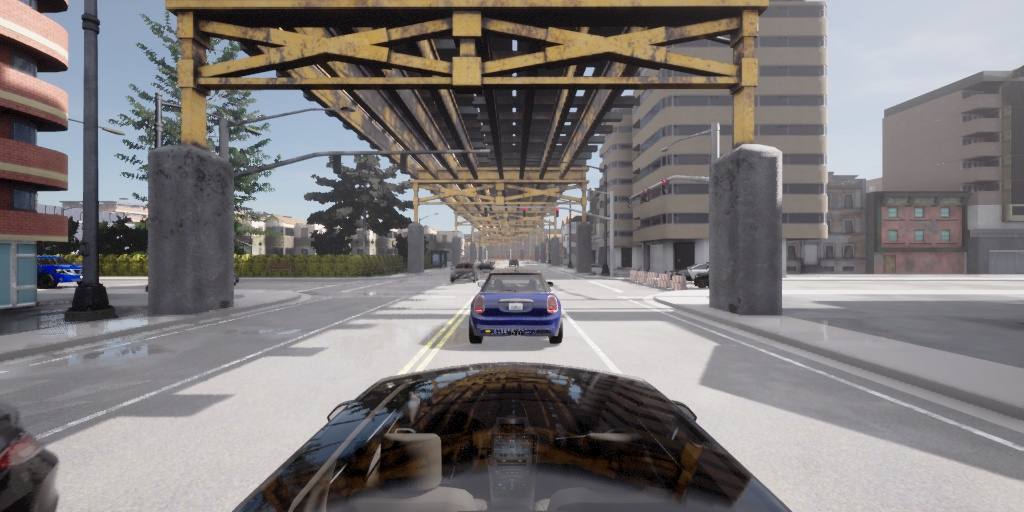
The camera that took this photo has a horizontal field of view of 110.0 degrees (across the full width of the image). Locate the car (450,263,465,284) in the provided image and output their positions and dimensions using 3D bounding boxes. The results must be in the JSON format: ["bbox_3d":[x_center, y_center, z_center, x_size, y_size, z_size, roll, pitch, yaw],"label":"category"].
[{"bbox_3d":[-3.511,1.257,27.407,1.837,1.490,4.892,0,-1,0],"label":"car"}]

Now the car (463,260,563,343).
[{"bbox_3d":[0.102,1.102,9.794,2.097,1.767,4.553,0,0,1],"label":"car"}]

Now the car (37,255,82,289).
[{"bbox_3d":[-29.647,0.971,22.512,5.566,2.045,2.150,0,0,0],"label":"car"}]

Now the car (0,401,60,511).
[{"bbox_3d":[-3.609,1.276,0.159,1.812,1.442,4.674,0,0,0],"label":"car"}]

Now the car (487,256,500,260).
[{"bbox_3d":[-3.280,0.759,63.426,2.097,1.767,4.553,0,0,0],"label":"car"}]

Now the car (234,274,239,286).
[{"bbox_3d":[-19.785,1.276,22.452,4.674,1.442,1.812,0,0,0],"label":"car"}]
